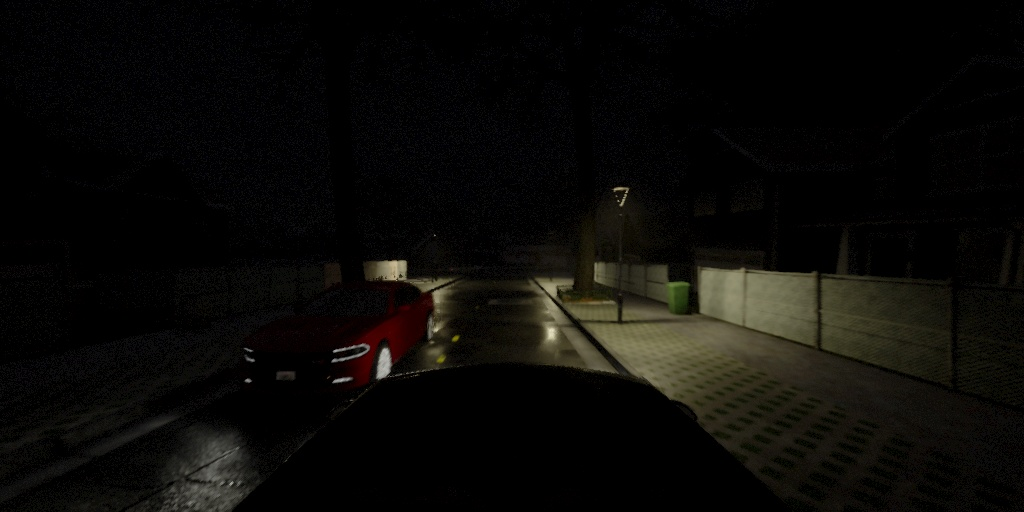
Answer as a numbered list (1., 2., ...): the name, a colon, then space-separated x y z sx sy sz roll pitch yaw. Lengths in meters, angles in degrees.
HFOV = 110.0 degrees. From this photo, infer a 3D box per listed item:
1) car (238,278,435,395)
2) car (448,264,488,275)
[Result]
1. car: -2.850 1.242 7.015 1.882 1.535 5.008 0 0 0
2. car: -5.429 1.604 44.696 4.718 1.301 1.895 -2 1 -25
